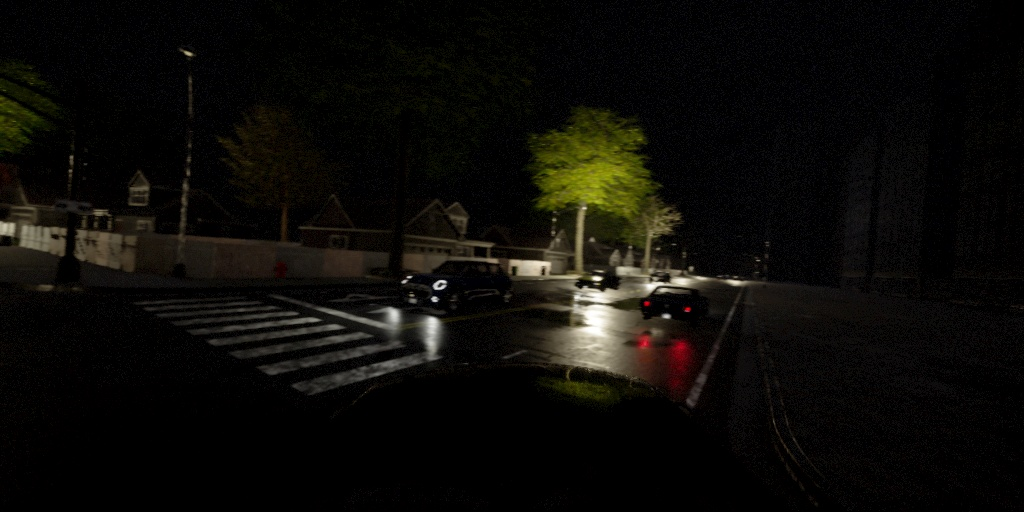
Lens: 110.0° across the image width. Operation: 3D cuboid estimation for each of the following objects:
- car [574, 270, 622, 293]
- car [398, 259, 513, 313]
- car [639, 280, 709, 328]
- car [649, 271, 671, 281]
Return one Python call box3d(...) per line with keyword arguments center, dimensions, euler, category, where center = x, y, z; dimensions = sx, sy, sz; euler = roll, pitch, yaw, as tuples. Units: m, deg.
box3d(center=(6.304, 1.750, 25.705), dimensions=(2.033, 1.411, 5.357), euler=(5, 0, 33), category="car")
box3d(center=(-1.881, 0.933, 13.267), dimensions=(2.097, 1.767, 4.553), euler=(5, 0, 34), category="car")
box3d(center=(6.499, 1.845, 14.046), dimensions=(1.895, 1.301, 4.718), euler=(5, 0, 33), category="car")
box3d(center=(17.812, 2.572, 42.978), dimensions=(2.128, 1.511, 4.902), euler=(5, 0, 34), category="car")
